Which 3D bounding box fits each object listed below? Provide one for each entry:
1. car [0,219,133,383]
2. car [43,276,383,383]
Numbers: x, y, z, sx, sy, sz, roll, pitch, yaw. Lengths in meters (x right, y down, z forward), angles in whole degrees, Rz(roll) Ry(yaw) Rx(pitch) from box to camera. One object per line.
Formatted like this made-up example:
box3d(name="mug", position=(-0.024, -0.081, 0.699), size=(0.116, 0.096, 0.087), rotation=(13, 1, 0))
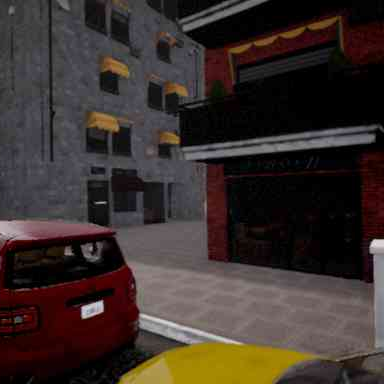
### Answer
box3d(name="car", position=(-2.987, 1.317, 4.869), size=(5.009, 1.841, 2.192), rotation=(0, -1, 35))
box3d(name="car", position=(1.406, 1.526, 1.737), size=(4.829, 1.417, 1.752), rotation=(0, -1, 35))
